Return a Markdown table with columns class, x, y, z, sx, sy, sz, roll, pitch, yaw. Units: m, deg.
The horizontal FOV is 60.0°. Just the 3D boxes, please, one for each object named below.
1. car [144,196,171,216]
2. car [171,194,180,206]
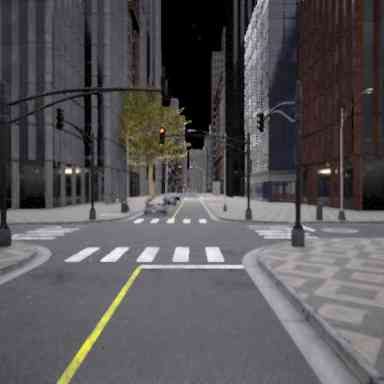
| class | x | y | z | sx | sy | sz | roll | pitch | yaw |
| --- | --- | --- | --- | --- | --- | --- | --- | --- | --- |
| car | -3.086 | 1.281 | 29.276 | 1.812 | 1.442 | 4.674 | 0 | 0 | 0 |
| car | -3.077 | 1.189 | 44.871 | 1.994 | 1.385 | 4.181 | 0 | 1 | 0 |
